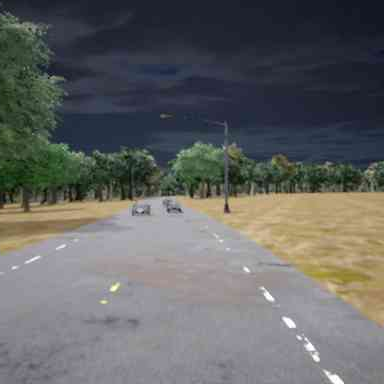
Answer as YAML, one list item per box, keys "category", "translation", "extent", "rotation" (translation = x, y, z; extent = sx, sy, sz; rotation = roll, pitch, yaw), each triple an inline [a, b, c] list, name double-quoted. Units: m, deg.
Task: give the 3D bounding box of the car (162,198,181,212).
- category: "car"
  translation: [-2.392, 1.812, 42.758]
  extent: [2.033, 1.411, 5.357]
  rotation: [0, 0, -6]

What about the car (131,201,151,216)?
- category: "car"
  translation: [-5.353, 1.709, 35.319]
  extent: [2.128, 1.511, 4.902]
  rotation: [0, 0, -5]

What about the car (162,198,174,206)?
- category: "car"
  translation: [-4.636, 1.898, 63.493]
  extent: [2.128, 1.511, 4.902]
  rotation: [0, 0, -6]
